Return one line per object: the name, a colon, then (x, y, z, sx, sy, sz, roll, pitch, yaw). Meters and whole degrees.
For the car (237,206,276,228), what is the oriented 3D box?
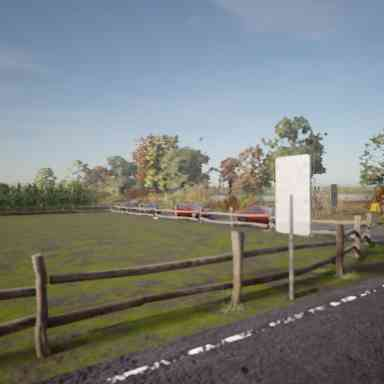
car: (5.316, 1.751, 24.622, 1.812, 1.442, 4.674, -1, 0, -35)

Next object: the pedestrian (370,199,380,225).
pedestrian: (13.127, 1.406, 23.872, 0.375, 1.860, 0.375, -2, 1, -35)

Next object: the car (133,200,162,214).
car: (-5.224, 2.048, 40.640, 1.994, 1.385, 4.181, -1, 0, -28)

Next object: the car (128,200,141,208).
car: (-11.334, 2.276, 65.230, 1.812, 1.442, 4.674, 0, -1, -18)

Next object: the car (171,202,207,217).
car: (-0.432, 1.902, 38.081, 1.837, 1.490, 4.892, -1, 0, -33)

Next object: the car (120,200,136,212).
car: (-9.445, 2.162, 49.072, 1.994, 1.385, 4.181, -1, 0, -22)

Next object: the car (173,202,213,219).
car: (0.031, 1.831, 32.303, 1.882, 1.535, 5.008, -1, 0, -34)
